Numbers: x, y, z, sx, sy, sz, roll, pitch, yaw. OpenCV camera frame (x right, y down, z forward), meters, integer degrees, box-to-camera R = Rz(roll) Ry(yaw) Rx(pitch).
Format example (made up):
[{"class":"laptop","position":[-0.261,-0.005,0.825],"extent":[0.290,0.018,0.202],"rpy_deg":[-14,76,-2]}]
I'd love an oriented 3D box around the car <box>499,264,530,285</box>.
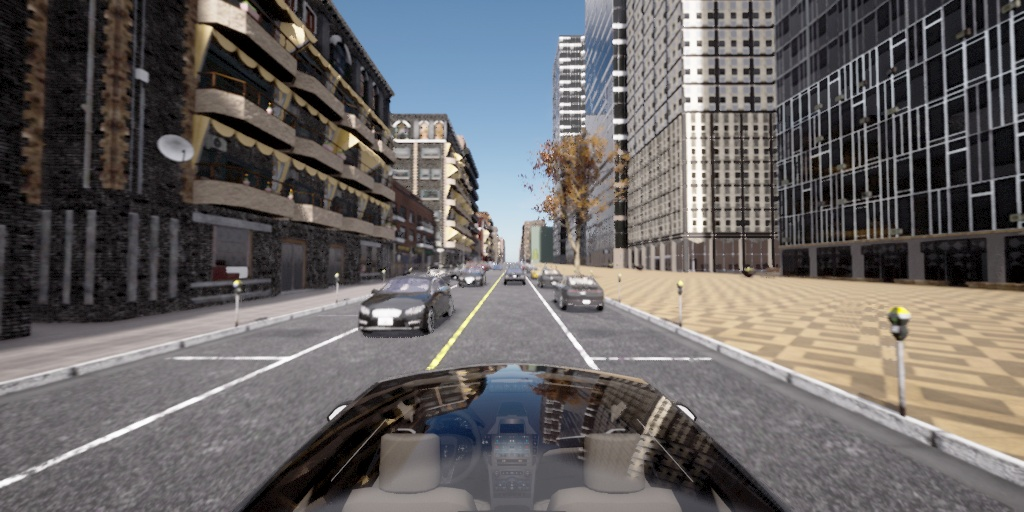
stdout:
[{"class":"car","position":[0.217,1.672,30.740],"extent":[2.033,1.411,5.357],"rpy_deg":[0,-1,0]}]

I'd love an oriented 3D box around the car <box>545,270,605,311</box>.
[{"class":"car","position":[2.742,1.476,15.366],"extent":[2.007,1.370,4.403],"rpy_deg":[0,0,0]}]

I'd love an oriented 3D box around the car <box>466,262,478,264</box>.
[{"class":"car","position":[-5.526,1.812,43.077],"extent":[1.751,1.417,4.829],"rpy_deg":[0,0,0]}]

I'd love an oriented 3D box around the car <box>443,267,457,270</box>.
[{"class":"car","position":[-5.594,1.619,26.540],"extent":[2.007,1.370,4.403],"rpy_deg":[0,0,0]}]

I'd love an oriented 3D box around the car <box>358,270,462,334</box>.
[{"class":"car","position":[-3.064,1.363,11.174],"extent":[2.128,1.511,4.902],"rpy_deg":[0,-1,0]}]

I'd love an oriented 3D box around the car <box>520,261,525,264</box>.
[{"class":"car","position":[0.274,1.796,45.601],"extent":[1.882,1.535,5.008],"rpy_deg":[0,0,0]}]

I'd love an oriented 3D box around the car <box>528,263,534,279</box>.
[{"class":"car","position":[2.834,1.740,37.814],"extent":[1.751,1.417,4.829],"rpy_deg":[0,0,0]}]

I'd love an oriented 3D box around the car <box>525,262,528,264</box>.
[{"class":"car","position":[2.902,1.985,54.351],"extent":[2.007,1.370,4.403],"rpy_deg":[0,0,0]}]

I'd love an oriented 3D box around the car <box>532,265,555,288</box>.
[{"class":"car","position":[2.787,1.620,26.505],"extent":[2.007,1.370,4.403],"rpy_deg":[0,0,0]}]

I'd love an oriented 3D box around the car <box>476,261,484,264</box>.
[{"class":"car","position":[-5.502,1.674,48.817],"extent":[2.192,1.841,5.009],"rpy_deg":[0,0,0]}]

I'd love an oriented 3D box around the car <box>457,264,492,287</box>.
[{"class":"car","position":[-3.000,1.577,27.843],"extent":[2.128,1.511,4.902],"rpy_deg":[0,-1,0]}]
